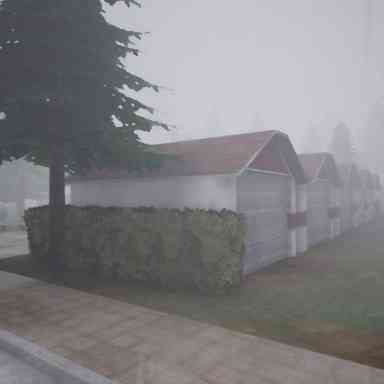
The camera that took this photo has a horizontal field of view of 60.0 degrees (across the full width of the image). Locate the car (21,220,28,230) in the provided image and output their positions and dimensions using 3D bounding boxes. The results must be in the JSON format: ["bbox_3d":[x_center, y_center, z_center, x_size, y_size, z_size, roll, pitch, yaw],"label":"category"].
[{"bbox_3d":[-9.519,2.008,23.588,1.837,1.490,4.892,-1,-1,36],"label":"car"}]
